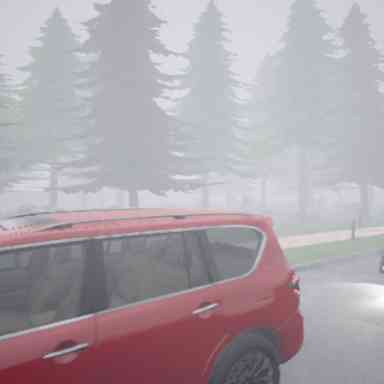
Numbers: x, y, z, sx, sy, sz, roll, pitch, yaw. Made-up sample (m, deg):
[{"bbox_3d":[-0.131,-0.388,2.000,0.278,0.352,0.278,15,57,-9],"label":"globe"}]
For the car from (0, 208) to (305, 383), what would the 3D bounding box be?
[{"bbox_3d":[-1.318,1.223,3.043,5.566,2.045,2.150,0,0,-36],"label":"car"}]

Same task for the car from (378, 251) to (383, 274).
[{"bbox_3d":[6.775,1.557,8.742,4.181,1.385,1.994,0,0,-35],"label":"car"}]
